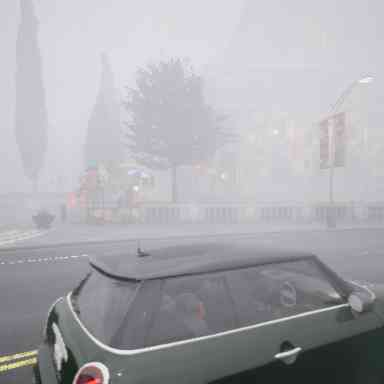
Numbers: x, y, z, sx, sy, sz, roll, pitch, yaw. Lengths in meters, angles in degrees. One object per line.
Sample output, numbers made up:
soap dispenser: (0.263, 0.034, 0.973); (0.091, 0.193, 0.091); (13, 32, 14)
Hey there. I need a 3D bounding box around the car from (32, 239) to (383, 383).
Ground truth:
car: (0.737, 1.351, 3.790); (4.553, 1.767, 2.097); (0, 0, -30)
